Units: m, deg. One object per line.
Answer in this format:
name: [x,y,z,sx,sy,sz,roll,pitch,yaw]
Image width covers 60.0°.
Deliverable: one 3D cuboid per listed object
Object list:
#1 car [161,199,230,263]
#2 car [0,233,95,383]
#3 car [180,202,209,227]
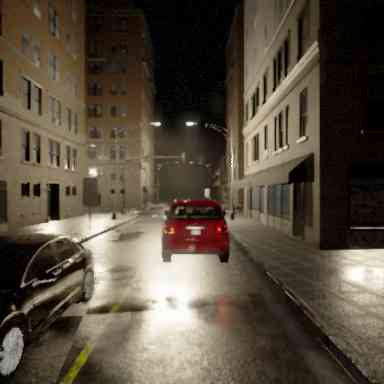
car: [0.122,1.266,12.322,2.150,2.045,5.566,0,0,0]
car: [-3.048,1.526,5.482,1.837,1.490,4.892,0,-1,1]
car: [0.147,1.569,24.657,1.882,1.535,5.008,0,0,0]
